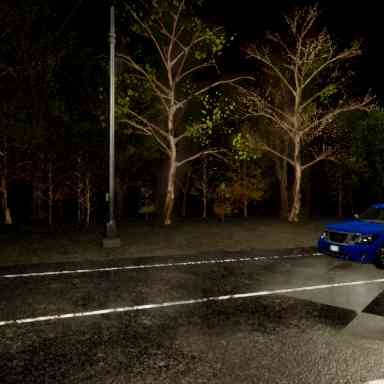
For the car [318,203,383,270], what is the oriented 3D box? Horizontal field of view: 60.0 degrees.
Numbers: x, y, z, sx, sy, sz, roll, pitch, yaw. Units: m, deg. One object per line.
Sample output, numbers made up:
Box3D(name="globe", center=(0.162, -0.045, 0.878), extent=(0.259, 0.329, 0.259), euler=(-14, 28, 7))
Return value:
Box3D(name="car", center=(6.991, 1.383, 11.120), extent=(5.566, 2.045, 2.150), euler=(0, 0, -19))
